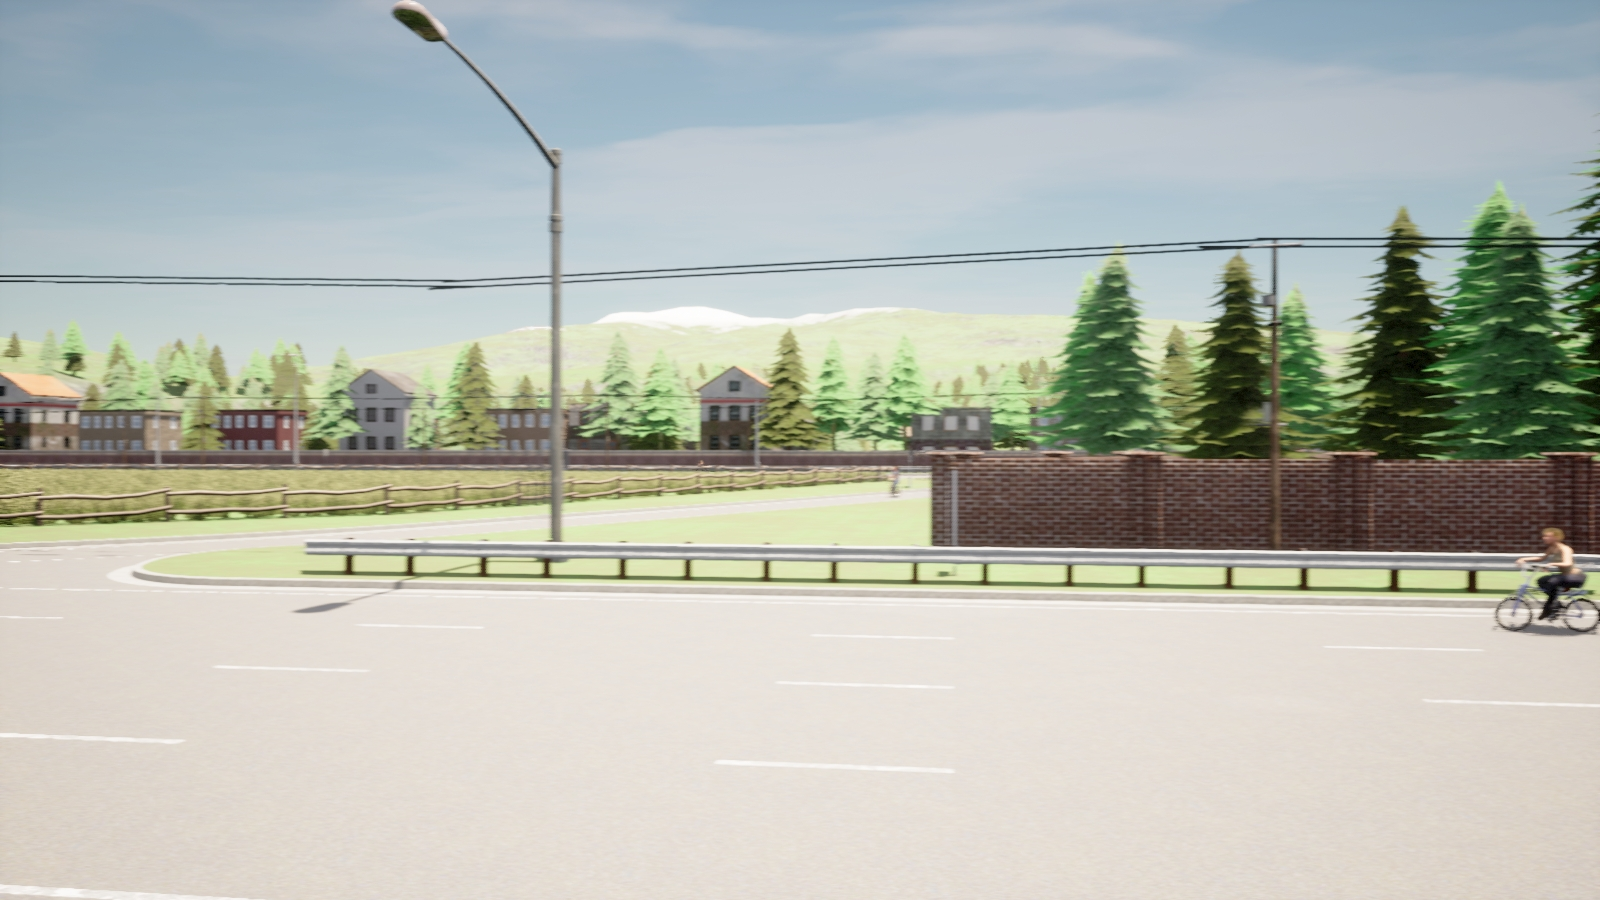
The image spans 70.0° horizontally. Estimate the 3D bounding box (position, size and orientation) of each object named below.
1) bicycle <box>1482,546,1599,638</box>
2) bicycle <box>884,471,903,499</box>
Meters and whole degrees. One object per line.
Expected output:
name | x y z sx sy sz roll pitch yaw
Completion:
bicycle | 11.385 2.143 17.404 1.487 1.276 0.859 0 0 8
bicycle | 5.329 1.981 64.900 0.373 1.496 1.643 0 1 32
